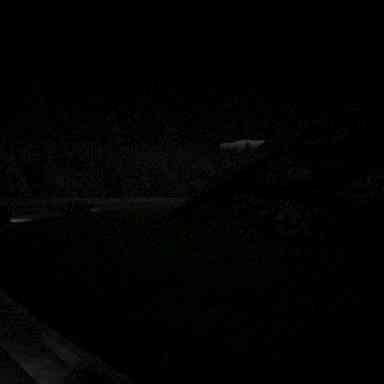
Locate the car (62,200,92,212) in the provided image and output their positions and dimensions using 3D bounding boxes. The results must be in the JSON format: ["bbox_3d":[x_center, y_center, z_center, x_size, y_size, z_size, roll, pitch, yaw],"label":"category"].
[{"bbox_3d":[-14.059,1.670,40.805,1.812,1.442,4.674,0,0,12],"label":"car"}]

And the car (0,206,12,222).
[{"bbox_3d":[-14.609,1.579,23.924,1.812,1.442,4.674,0,0,-11],"label":"car"}]
